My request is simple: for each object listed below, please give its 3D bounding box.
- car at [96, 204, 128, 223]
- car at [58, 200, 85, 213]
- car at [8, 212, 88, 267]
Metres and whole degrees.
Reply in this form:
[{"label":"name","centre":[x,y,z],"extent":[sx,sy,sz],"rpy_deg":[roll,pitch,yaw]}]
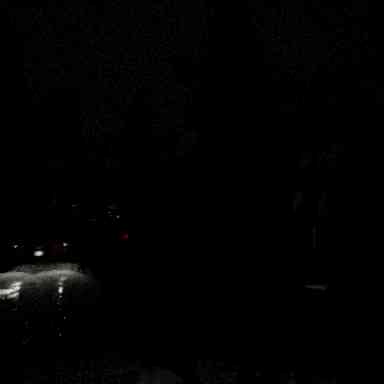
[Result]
[{"label":"car","centre":[-6.489,1.680,26.842],"extent":[1.812,1.442,4.674],"rpy_deg":[0,0,-25]},{"label":"car","centre":[-14.198,1.741,39.086],"extent":[2.128,1.511,4.902],"rpy_deg":[0,0,-38]},{"label":"car","centre":[-4.891,1.643,11.808],"extent":[1.994,1.385,4.181],"rpy_deg":[0,0,-11]}]
